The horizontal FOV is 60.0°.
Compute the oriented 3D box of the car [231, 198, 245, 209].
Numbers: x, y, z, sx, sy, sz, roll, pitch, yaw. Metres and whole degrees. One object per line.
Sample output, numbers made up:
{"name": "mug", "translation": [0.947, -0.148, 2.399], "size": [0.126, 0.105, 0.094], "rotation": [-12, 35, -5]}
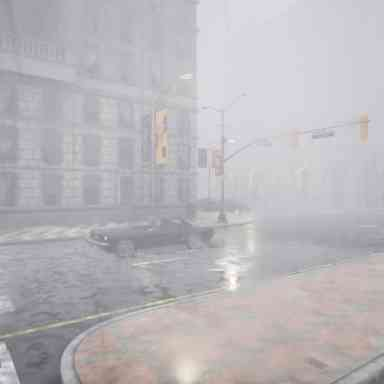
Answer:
{"name": "car", "translation": [5.068, 1.526, 44.597], "size": [1.812, 1.442, 4.674], "rotation": [0, 0, -36]}

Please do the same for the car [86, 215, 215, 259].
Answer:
{"name": "car", "translation": [-1.499, 1.601, 12.746], "size": [4.718, 1.301, 1.895], "rotation": [0, 0, -35]}

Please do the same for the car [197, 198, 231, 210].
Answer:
{"name": "car", "translation": [2.205, 1.491, 42.583], "size": [2.128, 1.511, 4.902], "rotation": [0, 0, -36]}
